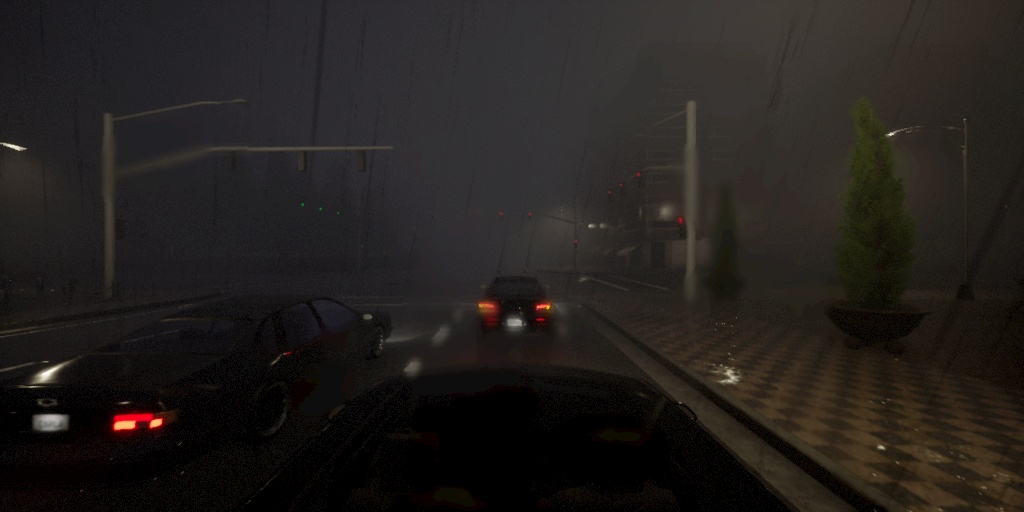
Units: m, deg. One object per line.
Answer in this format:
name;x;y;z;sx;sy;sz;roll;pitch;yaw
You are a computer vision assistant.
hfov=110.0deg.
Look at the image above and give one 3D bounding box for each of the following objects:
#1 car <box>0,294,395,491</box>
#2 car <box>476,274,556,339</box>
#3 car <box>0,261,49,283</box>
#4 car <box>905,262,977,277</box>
car;-3.430;1.272;5.190;2.033;1.411;5.357;0;0;0
car;0.095;1.218;9.735;1.812;1.442;4.674;0;0;0
car;-35.486;1.114;24.933;5.008;1.535;1.882;0;0;0
car;38.567;1.186;32.437;4.718;1.301;1.895;0;0;0
